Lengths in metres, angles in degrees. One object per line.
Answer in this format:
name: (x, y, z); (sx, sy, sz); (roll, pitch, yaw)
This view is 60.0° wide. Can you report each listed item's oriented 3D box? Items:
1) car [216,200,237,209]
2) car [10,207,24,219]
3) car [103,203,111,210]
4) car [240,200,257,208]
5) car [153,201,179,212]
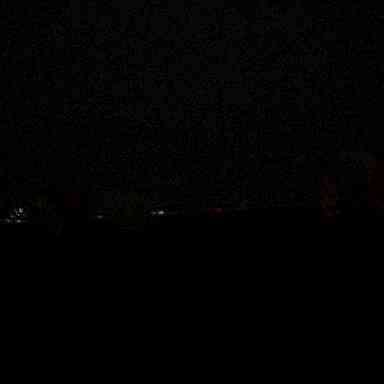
car: (5.968, 2.188, 57.653); (1.837, 1.490, 4.892); (-2, -2, 36)
car: (-15.823, 1.760, 33.596); (2.097, 1.767, 4.553); (-2, -2, 36)
car: (-10.123, 2.019, 41.504); (1.837, 1.490, 4.892); (-2, -2, 36)
car: (10.940, 2.304, 64.641); (1.812, 1.442, 4.674); (-2, -2, 36)
car: (-3.897, 2.137, 50.149); (1.837, 1.490, 4.892); (-2, -2, 36)
